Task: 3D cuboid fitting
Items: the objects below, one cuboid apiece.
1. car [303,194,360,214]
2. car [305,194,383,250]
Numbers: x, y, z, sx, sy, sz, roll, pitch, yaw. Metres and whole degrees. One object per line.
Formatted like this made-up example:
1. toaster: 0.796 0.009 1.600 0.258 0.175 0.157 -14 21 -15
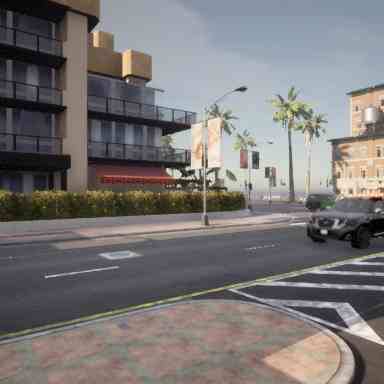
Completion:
1. car: 15.271 1.224 36.760 2.150 2.045 5.566 0 0 -35
2. car: 7.529 1.221 14.737 5.566 2.045 2.150 0 0 -34
